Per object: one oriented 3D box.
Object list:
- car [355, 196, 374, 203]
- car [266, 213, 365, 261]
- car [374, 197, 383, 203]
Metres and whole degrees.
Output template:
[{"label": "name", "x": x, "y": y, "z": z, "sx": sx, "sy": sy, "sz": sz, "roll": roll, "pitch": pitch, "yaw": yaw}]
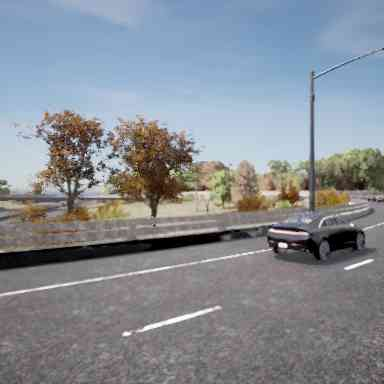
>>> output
[{"label": "car", "x": 38.825, "y": 1.663, "z": 75.754, "sx": 1.882, "sy": 1.535, "sz": 5.008, "roll": 0, "pitch": 0, "yaw": 7}, {"label": "car", "x": 4.786, "y": 1.542, "z": 12.525, "sx": 4.902, "sy": 1.511, "sz": 2.128, "roll": 0, "pitch": 0, "yaw": -42}, {"label": "car", "x": 42.290, "y": 1.784, "z": 75.271, "sx": 1.895, "sy": 1.301, "sz": 4.718, "roll": 0, "pitch": 0, "yaw": 7}]
